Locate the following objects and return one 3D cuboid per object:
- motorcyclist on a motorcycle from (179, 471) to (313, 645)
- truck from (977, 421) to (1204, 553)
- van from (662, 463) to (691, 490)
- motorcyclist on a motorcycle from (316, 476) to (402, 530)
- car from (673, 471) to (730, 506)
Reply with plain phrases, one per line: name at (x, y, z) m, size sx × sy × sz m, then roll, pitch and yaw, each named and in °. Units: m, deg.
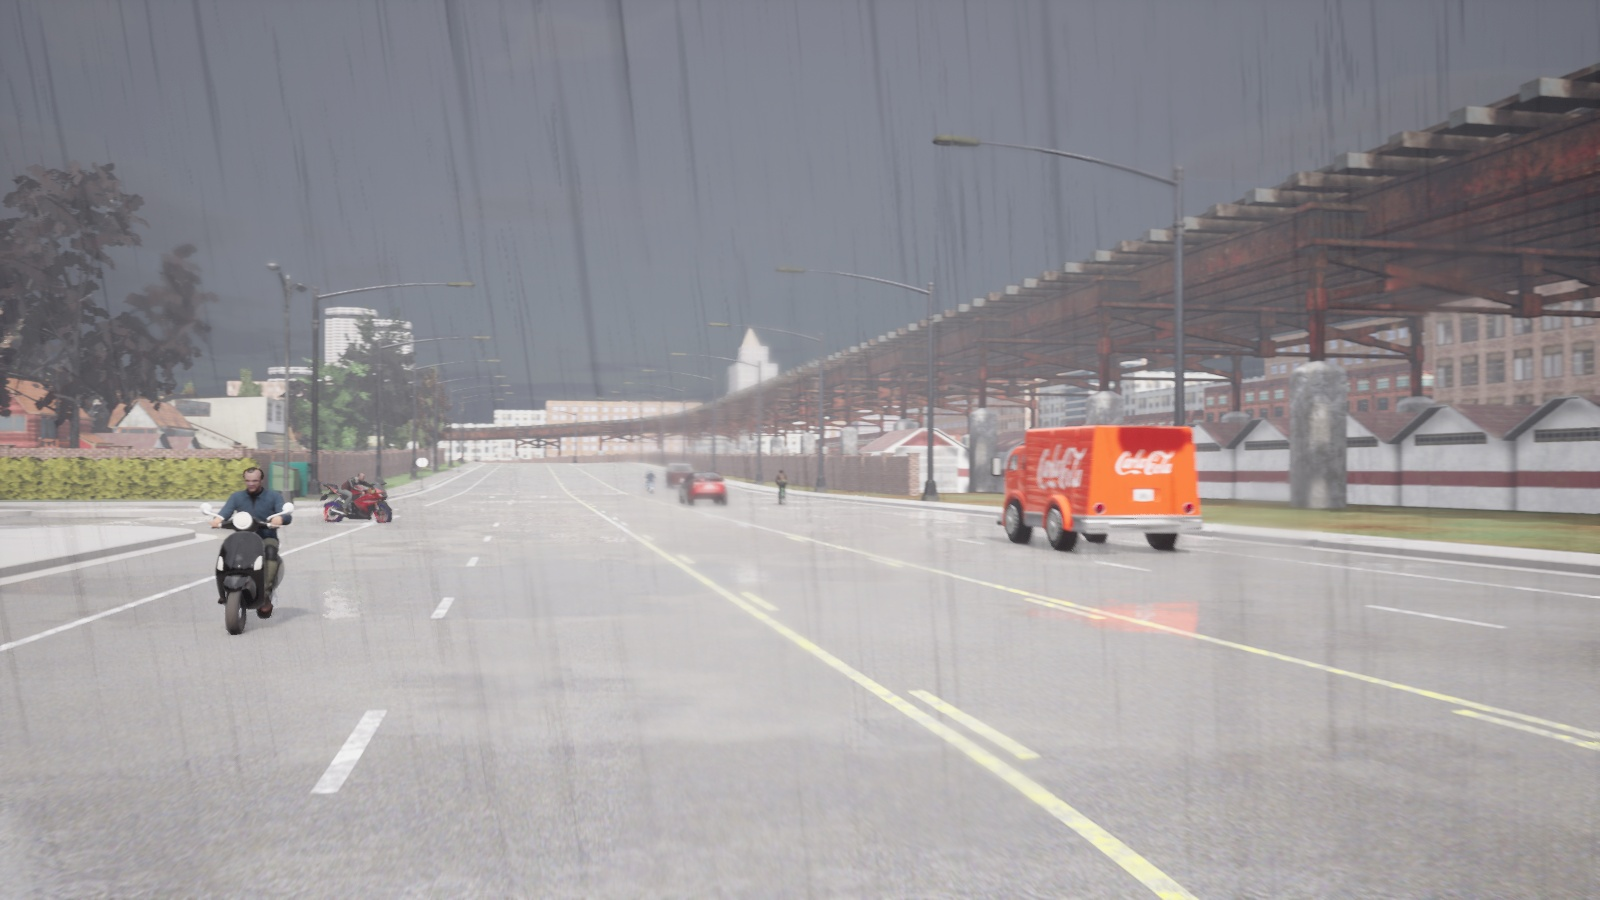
motorcyclist on a motorcycle at (-5.462, 1.007, 12.502) m, size 0.866 × 1.590 × 1.817 m, roll 0°, pitch -1°, yaw -12°
truck at (5.878, 0.737, 26.291) m, size 2.627 × 2.467 × 5.204 m, roll 0°, pitch -1°, yaw -12°
van at (-9.632, 2.068, 97.920) m, size 1.775 × 1.987 × 4.442 m, roll 0°, pitch 0°, yaw -12°
motorcyclist on a motorcycle at (-12.862, 1.532, 36.638) m, size 2.191 × 1.530 × 0.866 m, roll 0°, pitch 1°, yaw 10°
car at (-4.609, 1.761, 58.186) m, size 2.007 × 1.525 × 4.514 m, roll 0°, pitch -1°, yaw -12°
